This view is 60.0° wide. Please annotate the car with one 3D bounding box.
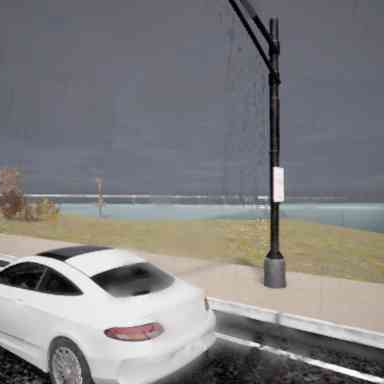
[{"bbox_3d":[-1.862,1.556,5.016,4.674,1.442,1.812,-1,0,36],"label":"car"}]
